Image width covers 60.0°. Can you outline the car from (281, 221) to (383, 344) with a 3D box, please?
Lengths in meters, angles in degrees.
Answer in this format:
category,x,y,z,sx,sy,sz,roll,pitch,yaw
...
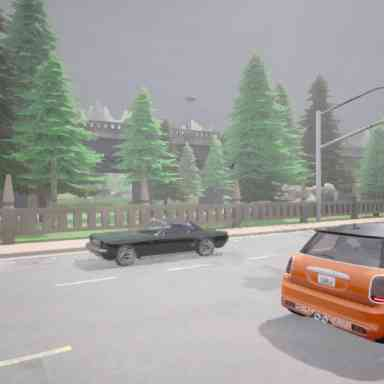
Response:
category,x,y,z,sx,sy,sz,roll,pitch,yaw
car,3.850,1.352,6.131,4.553,1.767,2.097,0,0,-31

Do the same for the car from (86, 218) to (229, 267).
category,x,y,z,sx,sy,sz,roll,pitch,yaw
car,-1.117,1.601,11.479,4.718,1.301,1.895,0,0,-32
